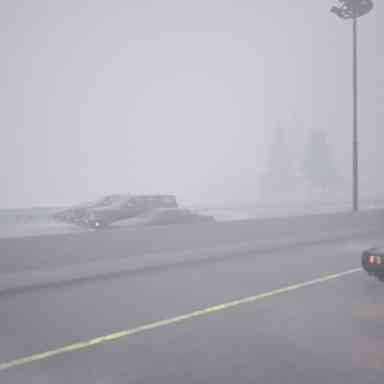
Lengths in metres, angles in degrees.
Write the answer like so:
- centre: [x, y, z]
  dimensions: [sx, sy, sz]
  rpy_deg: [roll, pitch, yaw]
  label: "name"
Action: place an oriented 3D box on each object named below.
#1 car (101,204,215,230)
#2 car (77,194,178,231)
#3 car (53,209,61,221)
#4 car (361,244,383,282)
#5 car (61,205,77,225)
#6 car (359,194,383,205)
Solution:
- centre: [-1.287, 1.487, 15.975]
  dimensions: [5.357, 1.411, 2.033]
  rpy_deg: [0, 0, -36]
  label: "car"
- centre: [-3.219, 1.161, 18.896]
  dimensions: [5.566, 2.045, 2.150]
  rpy_deg: [0, 0, -36]
  label: "car"
- centre: [-7.533, 1.419, 24.416]
  dimensions: [5.008, 1.535, 1.882]
  rpy_deg: [-1, 0, -36]
  label: "car"
- centre: [6.267, 1.528, 8.219]
  dimensions: [4.718, 1.301, 1.895]
  rpy_deg: [-1, 0, -36]
  label: "car"
- centre: [-5.249, 1.160, 21.747]
  dimensions: [5.566, 2.045, 2.150]
  rpy_deg: [-1, 0, -36]
  label: "car"
- centre: [26.324, 1.138, 48.436]
  dimensions: [4.892, 1.490, 1.837]
  rpy_deg: [-1, 0, -34]
  label: "car"
